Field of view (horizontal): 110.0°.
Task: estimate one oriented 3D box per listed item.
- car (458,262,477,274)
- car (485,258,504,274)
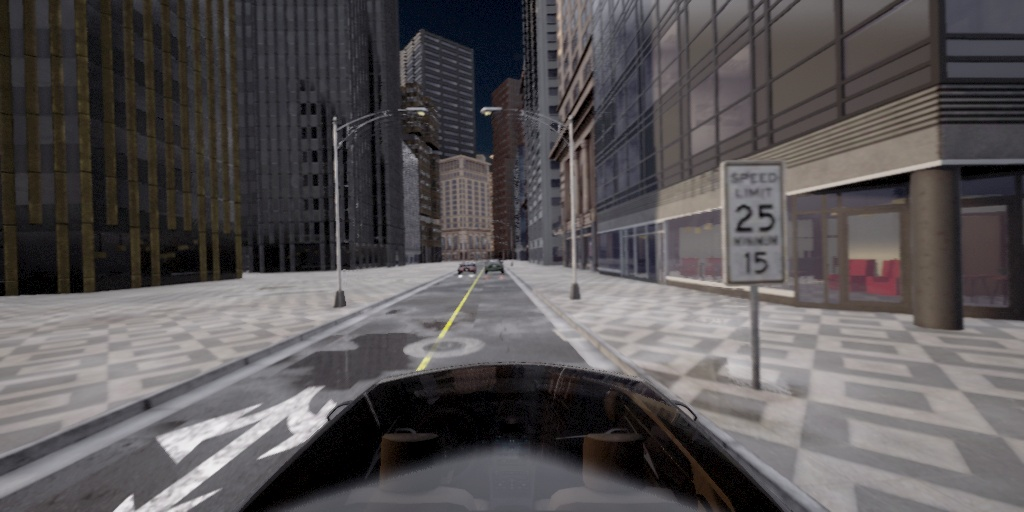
[{"bbox_3d":[-5.078,1.351,41.256,1.994,1.385,4.181,-2,0,-3],"label":"car"},{"bbox_3d":[-1.974,1.058,40.205,2.097,1.767,4.553,-2,0,-3],"label":"car"}]
